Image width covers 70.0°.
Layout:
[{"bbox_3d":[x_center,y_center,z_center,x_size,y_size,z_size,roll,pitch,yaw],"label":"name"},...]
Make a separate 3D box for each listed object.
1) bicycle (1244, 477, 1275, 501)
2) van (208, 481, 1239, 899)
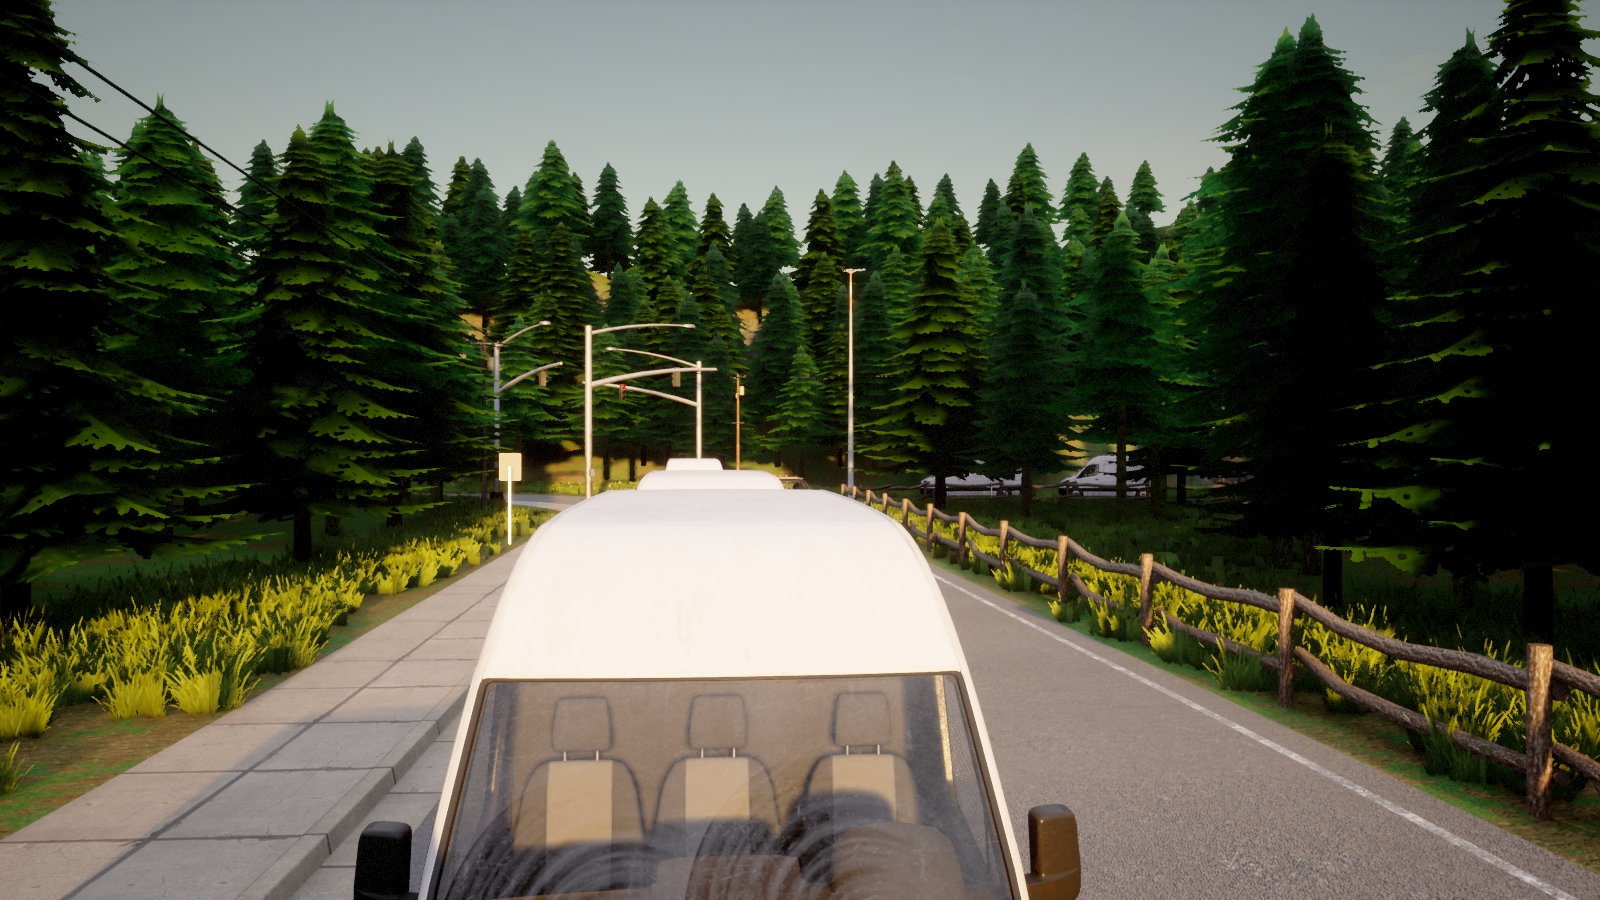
[{"bbox_3d":[25.320,2.158,62.925,1.487,1.276,0.859,0,0,27],"label":"bicycle"},{"bbox_3d":[-0.348,1.499,5.156,1.988,2.561,5.915,0,0,-5],"label":"van"}]
